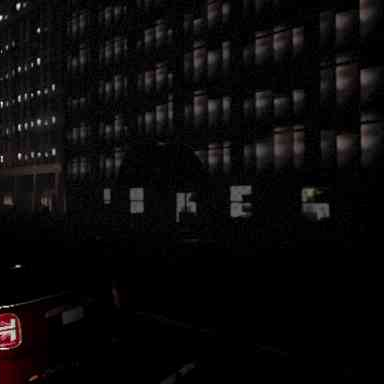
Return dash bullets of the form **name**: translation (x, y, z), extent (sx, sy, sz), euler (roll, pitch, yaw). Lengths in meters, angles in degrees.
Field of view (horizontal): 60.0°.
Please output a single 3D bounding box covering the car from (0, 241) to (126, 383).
- **car**: translation (-2.962, 1.470, 4.991), extent (4.097, 1.590, 1.967), euler (0, 0, 35)
